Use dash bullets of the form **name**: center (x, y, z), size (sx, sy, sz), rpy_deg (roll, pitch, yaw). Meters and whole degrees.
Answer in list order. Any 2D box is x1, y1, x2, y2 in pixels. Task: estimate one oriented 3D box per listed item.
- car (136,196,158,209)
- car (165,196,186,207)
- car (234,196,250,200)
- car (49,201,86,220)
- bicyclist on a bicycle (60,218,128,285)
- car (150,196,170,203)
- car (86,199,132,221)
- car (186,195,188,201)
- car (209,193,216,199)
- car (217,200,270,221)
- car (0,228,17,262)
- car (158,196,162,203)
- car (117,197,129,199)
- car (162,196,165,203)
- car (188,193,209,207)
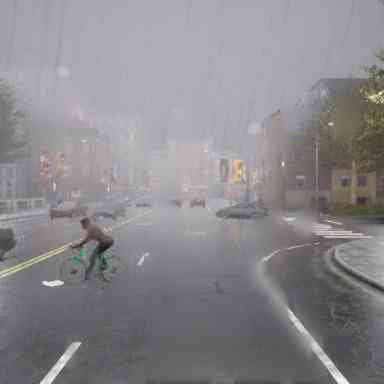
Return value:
- **car**: center (-6.520, 1.547, 46.363), size (2.033, 1.411, 5.357), rpy_deg (0, 0, 2)
- **car**: center (-2.454, 1.505, 51.358), size (1.837, 1.490, 4.892), rpy_deg (0, 0, 6)
- **car**: center (12.321, 1.552, 80.992), size (4.181, 1.385, 1.994), rpy_deg (0, 0, -38)
- **car**: center (-10.295, 1.477, 28.191), size (1.882, 1.535, 5.008), rpy_deg (0, 0, 1)
- **bicyclist on a bicycle**: center (-2.397, 1.455, 8.067), size (1.656, 1.620, 0.582), rpy_deg (-2, 0, 1)
- **car**: center (-6.939, 1.595, 72.451), size (1.895, 1.301, 4.718), rpy_deg (0, 0, 30)
- **car**: center (-6.802, 1.547, 27.789), size (2.033, 1.411, 5.357), rpy_deg (0, 0, 1)
- **car**: center (0.289, 1.431, 78.204), size (1.882, 1.535, 5.008), rpy_deg (0, 0, 34)
- **car**: center (3.723, 1.115, 76.971), size (1.837, 1.490, 4.892), rpy_deg (0, 0, 37)
- **car**: center (4.121, 1.564, 26.828), size (4.181, 1.385, 1.994), rpy_deg (0, 0, 29)
- **car**: center (-7.012, 1.547, 9.206), size (2.033, 1.411, 5.357), rpy_deg (0, 0, 1)
- **car**: center (-6.862, 1.477, 64.426), size (1.882, 1.535, 5.008), rpy_deg (0, 0, 19)
- **car**: center (-9.885, 1.491, 47.183), size (2.128, 1.511, 4.902), rpy_deg (0, 0, 3)
- **car**: center (-3.444, 1.525, 63.497), size (1.812, 1.442, 4.674), rpy_deg (0, 0, 20)
- **car**: center (1.139, 1.352, 51.979), size (2.097, 1.767, 4.553), rpy_deg (0, 0, 6)
